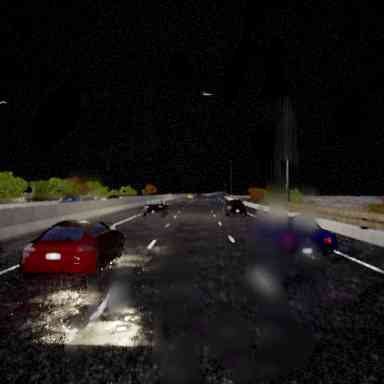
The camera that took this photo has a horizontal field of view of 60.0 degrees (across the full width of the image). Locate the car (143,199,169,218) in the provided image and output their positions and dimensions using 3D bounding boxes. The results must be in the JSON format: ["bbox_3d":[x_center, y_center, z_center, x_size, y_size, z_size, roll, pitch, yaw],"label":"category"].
[{"bbox_3d":[-3.112,1.392,29.439,2.128,1.511,4.902,0,0,1],"label":"car"}]

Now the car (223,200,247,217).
[{"bbox_3d":[3.907,1.426,30.477,1.812,1.442,4.674,0,0,1],"label":"car"}]

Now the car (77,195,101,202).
[{"bbox_3d":[-16.617,1.394,54.955,2.033,1.411,5.357,0,0,3],"label":"car"}]

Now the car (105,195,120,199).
[{"bbox_3d":[-13.112,1.352,55.251,1.837,1.490,4.892,0,0,2],"label":"car"}]

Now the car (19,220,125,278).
[{"bbox_3d":[-3.354,1.524,10.076,1.994,1.385,4.181,0,0,0],"label":"car"}]

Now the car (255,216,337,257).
[{"bbox_3d":[3.665,1.554,12.698,1.895,1.301,4.718,0,0,0],"label":"car"}]

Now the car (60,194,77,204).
[{"bbox_3d":[-20.115,1.196,55.109,2.097,1.767,4.553,0,0,2],"label":"car"}]
